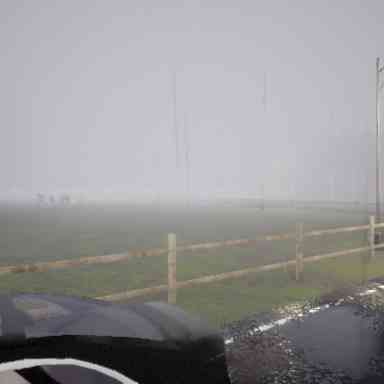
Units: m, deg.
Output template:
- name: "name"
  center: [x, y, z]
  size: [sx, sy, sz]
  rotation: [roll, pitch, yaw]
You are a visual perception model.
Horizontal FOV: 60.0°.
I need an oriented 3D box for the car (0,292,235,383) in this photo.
- name: "car"
  center: [-1.914, 1.492, 1.704]
  size: [4.902, 1.511, 2.128]
  rotation: [0, 0, -35]
